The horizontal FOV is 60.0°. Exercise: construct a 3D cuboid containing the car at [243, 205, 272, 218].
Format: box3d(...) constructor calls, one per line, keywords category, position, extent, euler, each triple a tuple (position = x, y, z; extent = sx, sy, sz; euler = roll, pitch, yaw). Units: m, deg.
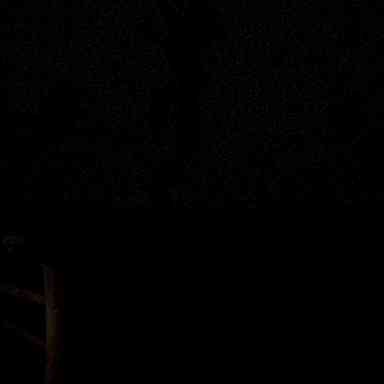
box3d(category="car", position=(7.693, 2.247, 38.737), extent=(1.882, 1.535, 5.008), euler=(-1, -2, 35))
